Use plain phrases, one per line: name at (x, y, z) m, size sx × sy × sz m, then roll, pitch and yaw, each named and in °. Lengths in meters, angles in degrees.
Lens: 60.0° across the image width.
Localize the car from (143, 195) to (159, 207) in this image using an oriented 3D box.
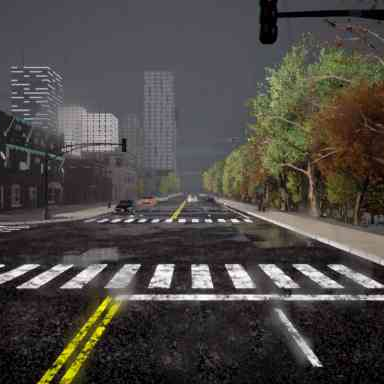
car at (-6.548, 1.334, 49.673) m, size 2.097 × 1.767 × 4.553 m, roll 0°, pitch 0°, yaw 0°

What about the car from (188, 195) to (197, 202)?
car at (0.085, 1.448, 74.818) m, size 1.882 × 1.535 × 5.008 m, roll 0°, pitch 0°, yaw 0°

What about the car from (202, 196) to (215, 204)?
car at (3.410, 1.524, 63.743) m, size 2.033 × 1.411 × 5.357 m, roll 0°, pitch 0°, yaw 0°

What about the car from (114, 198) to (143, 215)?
car at (-6.568, 1.493, 33.776) m, size 1.837 × 1.490 × 4.892 m, roll 0°, pitch 0°, yaw 0°

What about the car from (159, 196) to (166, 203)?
car at (-6.435, 1.488, 68.219) m, size 1.895 × 1.301 × 4.718 m, roll 0°, pitch 0°, yaw 0°

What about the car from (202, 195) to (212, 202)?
car at (3.328, 1.511, 74.397) m, size 2.033 × 1.411 × 5.357 m, roll 0°, pitch 0°, yaw 0°

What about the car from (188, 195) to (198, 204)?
car at (0.153, 1.501, 64.624) m, size 1.812 × 1.442 × 4.674 m, roll 0°, pitch 0°, yaw 0°
